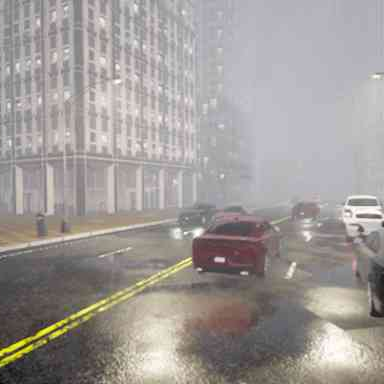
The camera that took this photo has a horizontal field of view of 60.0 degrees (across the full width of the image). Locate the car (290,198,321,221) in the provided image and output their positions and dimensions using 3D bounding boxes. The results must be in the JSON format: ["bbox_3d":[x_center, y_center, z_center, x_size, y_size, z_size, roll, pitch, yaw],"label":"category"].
[{"bbox_3d":[9.746,1.546,28.228,1.882,1.535,5.008,0,0,27],"label":"car"}]

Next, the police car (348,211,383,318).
[{"bbox_3d":[4.679,1.438,7.170,1.930,1.638,5.238,0,0,22],"label":"police car"}]

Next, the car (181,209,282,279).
[{"bbox_3d":[1.610,1.511,10.414,1.882,1.535,5.008,0,0,22],"label":"car"}]

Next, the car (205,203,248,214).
[{"bbox_3d":[2.756,1.590,21.717,1.812,1.442,4.674,0,0,25],"label":"car"}]

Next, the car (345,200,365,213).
[{"bbox_3d":[19.712,1.685,40.180,1.895,1.301,4.718,0,0,29],"label":"car"}]

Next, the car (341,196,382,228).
[{"bbox_3d":[10.896,1.272,21.395,2.150,2.045,5.566,0,0,26],"label":"car"}]

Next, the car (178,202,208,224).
[{"bbox_3d":[0.700,1.555,24.994,1.882,1.535,5.008,0,0,26],"label":"car"}]

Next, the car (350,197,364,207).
[{"bbox_3d":[27.406,1.577,55.364,1.882,1.535,5.008,0,0,25],"label":"car"}]

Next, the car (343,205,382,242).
[{"bbox_3d":[8.428,1.561,16.054,1.812,1.442,4.674,0,0,24],"label":"car"}]
